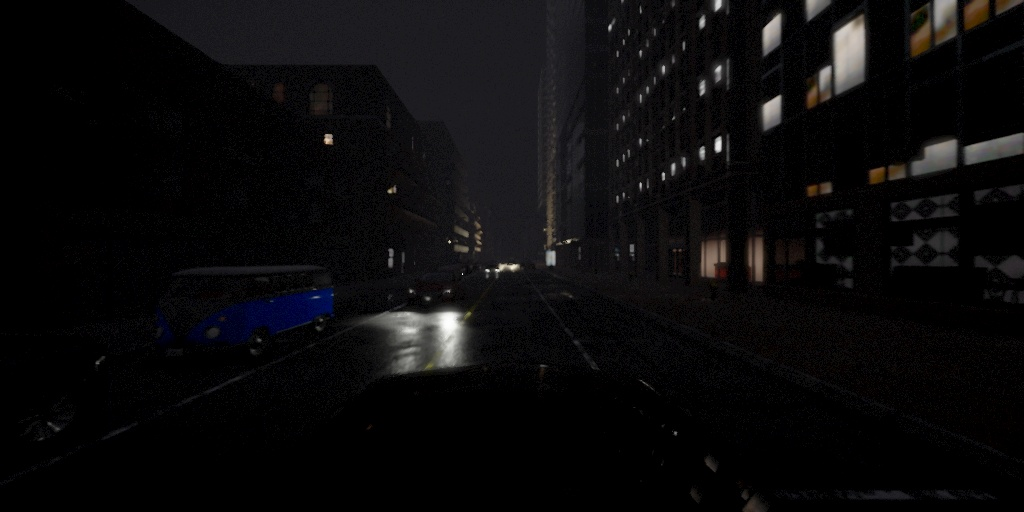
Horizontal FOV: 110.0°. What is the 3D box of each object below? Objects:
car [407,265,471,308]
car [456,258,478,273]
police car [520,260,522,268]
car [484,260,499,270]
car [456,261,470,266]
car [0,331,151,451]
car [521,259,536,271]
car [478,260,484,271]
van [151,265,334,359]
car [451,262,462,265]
[{"bbox_3d":[-3.101,1.311,15.556,1.812,1.442,4.674,0,0,0],"label":"car"},{"bbox_3d":[-5.692,1.178,42.035,2.192,1.841,5.009,0,0,0],"label":"car"},{"bbox_3d":[2.365,1.360,64.252,1.930,1.638,5.238,0,0,0],"label":"police car"},{"bbox_3d":[-3.059,1.417,57.347,1.837,1.490,4.892,0,0,0],"label":"car"},{"bbox_3d":[-5.691,1.428,36.386,1.802,1.307,4.207,0,0,0],"label":"car"},{"bbox_3d":[-5.692,1.318,2.495,1.948,1.339,4.313,0,0,0],"label":"car"},{"bbox_3d":[2.689,1.425,53.502,1.751,1.417,4.829,0,0,0],"label":"car"},{"bbox_3d":[-5.691,1.339,53.332,1.967,1.591,4.097,0,0,0],"label":"car"},{"bbox_3d":[-5.691,1.107,8.144,1.690,1.789,3.998,0,0,0],"label":"van"},{"bbox_3d":[-5.691,1.410,30.738,1.802,1.307,4.207,0,0,0],"label":"car"}]
